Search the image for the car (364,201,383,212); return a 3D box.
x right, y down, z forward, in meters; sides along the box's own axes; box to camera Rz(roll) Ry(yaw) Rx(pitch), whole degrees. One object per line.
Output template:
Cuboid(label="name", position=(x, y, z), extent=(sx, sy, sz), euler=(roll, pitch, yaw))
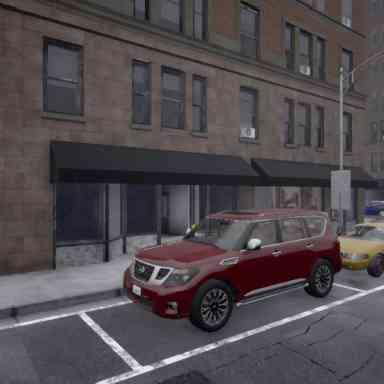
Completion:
Cuboid(label="car", position=(16.653, 1.542, 30.826), extent=(1.882, 1.535, 5.008), euler=(0, 0, -36))

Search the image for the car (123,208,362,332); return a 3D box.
Cuboid(label="car", position=(1.127, 1.315, 7.003), extent=(5.009, 1.841, 2.192), euler=(0, 0, -35))

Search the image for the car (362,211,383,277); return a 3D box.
Cuboid(label="car", position=(5.612, 1.525, 10.200), extent=(4.829, 1.417, 1.752), euler=(0, 0, -35))
